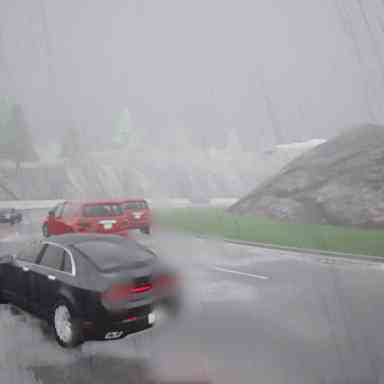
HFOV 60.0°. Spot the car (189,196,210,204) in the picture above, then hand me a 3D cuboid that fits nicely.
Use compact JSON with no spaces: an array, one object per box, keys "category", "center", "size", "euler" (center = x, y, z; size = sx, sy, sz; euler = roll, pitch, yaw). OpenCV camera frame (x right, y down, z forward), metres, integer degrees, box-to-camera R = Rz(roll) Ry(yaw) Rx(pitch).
[{"category":"car","center":[1.805,1.926,81.522],"size":[5.566,2.045,2.150],"euler":[1,-1,-34]}]

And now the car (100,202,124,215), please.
[{"category":"car","center":[-9.274,1.926,38.881],"size":[1.994,1.385,4.181],"euler":[0,-1,-2]}]

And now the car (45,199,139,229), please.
[{"category":"car","center":[-4.661,1.352,14.218],"size":[2.150,2.045,5.566],"euler":[0,-1,-37]}]

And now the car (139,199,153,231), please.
[{"category":"car","center":[-4.232,1.410,19.860],"size":[2.150,2.045,5.566],"euler":[0,0,-31]}]

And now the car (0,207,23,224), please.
[{"category":"car","center":[-14.085,1.809,25.120],"size":[1.895,1.301,4.718],"euler":[0,-1,-19]}]

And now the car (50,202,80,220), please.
[{"category":"car","center":[-12.211,1.792,32.376],"size":[1.837,1.490,4.892],"euler":[0,0,-10]}]

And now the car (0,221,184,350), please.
[{"category":"car","center":[-2.299,1.565,6.464],"size":[4.892,1.490,1.837],"euler":[0,0,42]}]
